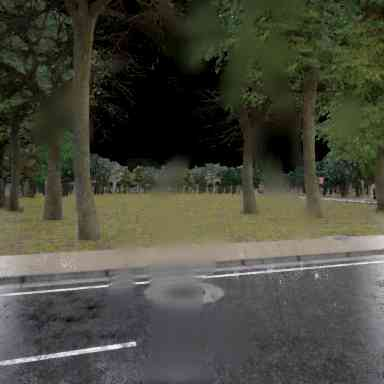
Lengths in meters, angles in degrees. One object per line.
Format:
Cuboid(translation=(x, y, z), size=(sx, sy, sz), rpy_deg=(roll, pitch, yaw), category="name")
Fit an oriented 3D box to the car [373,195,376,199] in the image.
Cuboid(translation=(44.754, 1.297, 79.771), size=(1.895, 1.301, 4.718), rpy_deg=(0, 0, 4), category="car")
